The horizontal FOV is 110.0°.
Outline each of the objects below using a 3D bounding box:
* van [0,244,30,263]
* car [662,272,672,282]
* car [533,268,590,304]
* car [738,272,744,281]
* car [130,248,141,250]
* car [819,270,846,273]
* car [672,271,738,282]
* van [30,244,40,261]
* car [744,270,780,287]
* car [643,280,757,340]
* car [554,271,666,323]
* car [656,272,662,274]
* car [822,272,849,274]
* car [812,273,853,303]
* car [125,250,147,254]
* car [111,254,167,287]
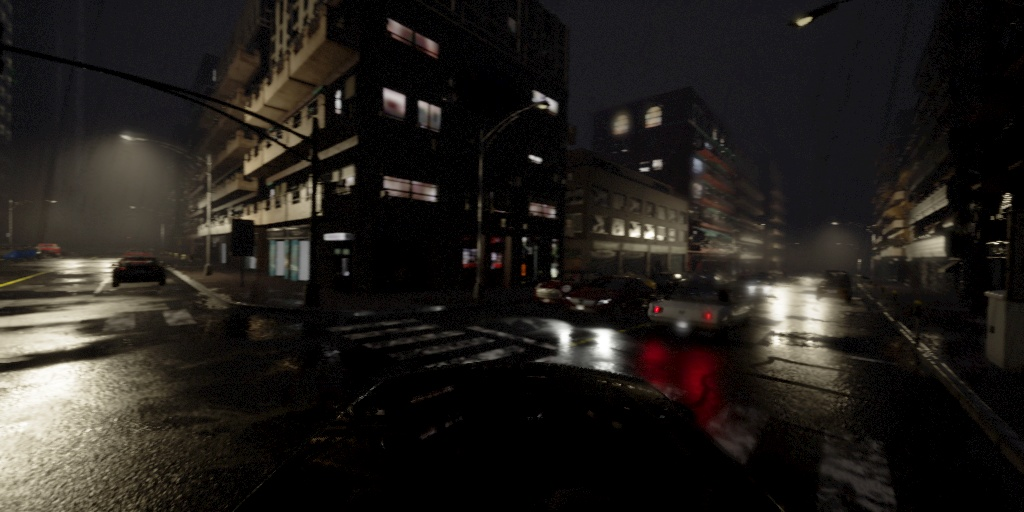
[{"bbox_3d":[-47.563,-0.262,33.824,3.998,1.789,1.690,0,0,43],"label":"van"},{"bbox_3d":[10.258,1.778,24.113,1.948,1.339,4.313,0,0,43],"label":"car"},{"bbox_3d":[2.754,1.346,16.011,1.967,1.591,4.097,0,0,43],"label":"car"},{"bbox_3d":[29.018,2.560,44.371,1.802,1.307,4.207,0,0,43],"label":"car"},{"bbox_3d":[-37.696,0.138,36.016,4.403,1.370,2.007,0,0,43],"label":"car"},{"bbox_3d":[31.445,2.341,34.653,2.192,1.841,5.009,0,0,43],"label":"car"},{"bbox_3d":[12.047,1.817,22.208,2.033,1.411,5.357,2,0,43],"label":"car"},{"bbox_3d":[-51.664,-0.376,37.714,3.998,1.789,1.690,0,0,43],"label":"van"},{"bbox_3d":[25.803,2.394,36.950,1.994,1.385,4.181,2,0,43],"label":"car"},{"bbox_3d":[6.054,1.607,11.178,1.895,1.301,4.718,2,0,43],"label":"car"},{"bbox_3d":[3.796,1.458,13.297,1.812,1.442,4.674,2,0,43],"label":"car"},{"bbox_3d":[6.390,1.585,19.937,1.751,1.417,4.829,0,0,43],"label":"car"},{"bbox_3d":[27.812,2.398,30.723,1.751,1.417,4.829,0,0,43],"label":"car"},{"bbox_3d":[20.276,2.091,22.649,1.751,1.417,4.829,0,0,43],"label":"car"},{"bbox_3d":[-25.391,0.478,24.346,4.507,1.381,1.888,0,0,43],"label":"car"},{"bbox_3d":[-18.160,0.702,17.489,4.313,1.339,1.948,0,0,43],"label":"car"}]
